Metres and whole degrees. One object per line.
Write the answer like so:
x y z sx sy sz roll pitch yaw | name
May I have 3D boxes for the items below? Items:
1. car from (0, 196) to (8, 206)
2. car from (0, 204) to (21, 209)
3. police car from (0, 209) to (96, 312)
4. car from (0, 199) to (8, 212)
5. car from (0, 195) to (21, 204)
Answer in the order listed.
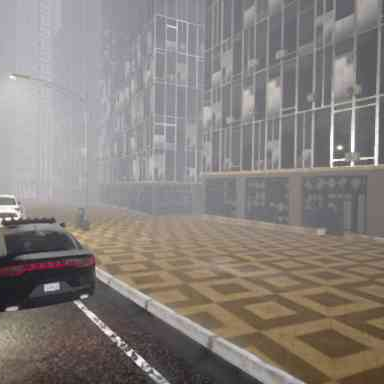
-30.879 1.386 53.737 1.882 1.535 5.008 0 0 -31 | car
-9.075 1.507 15.922 1.812 1.442 4.674 0 0 -32 | car
-3.842 1.417 7.822 1.930 1.638 5.238 0 0 -34 | police car
-22.662 1.545 38.830 1.895 1.301 4.718 0 0 -27 | car
-12.097 1.199 20.968 2.150 2.045 5.566 0 0 -30 | car
